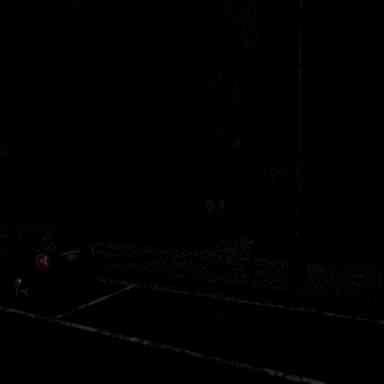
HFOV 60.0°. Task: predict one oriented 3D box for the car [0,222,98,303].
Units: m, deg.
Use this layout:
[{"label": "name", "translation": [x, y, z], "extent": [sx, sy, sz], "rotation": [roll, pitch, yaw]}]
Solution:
[{"label": "car", "translation": [-4.420, 1.498, 8.309], "extent": [4.097, 1.590, 1.967], "rotation": [0, 0, 27]}]
